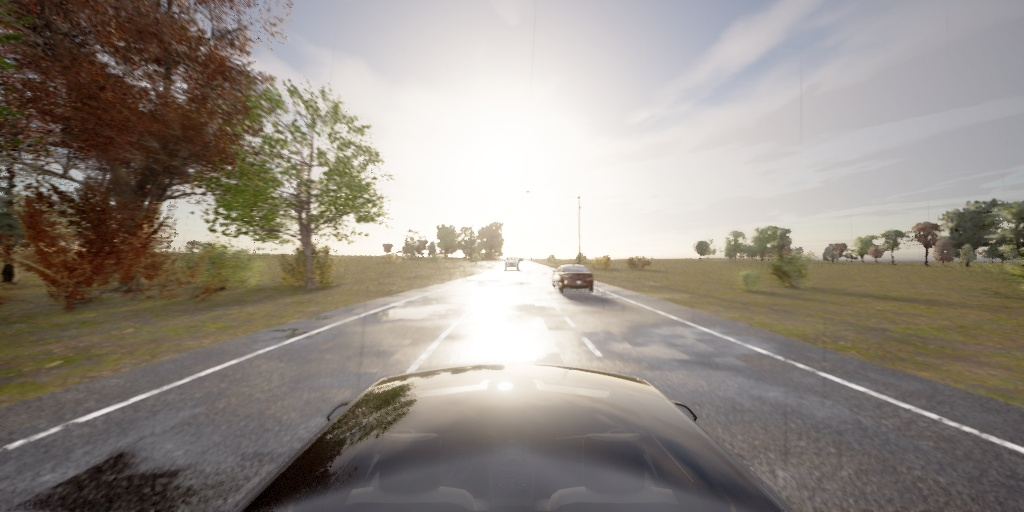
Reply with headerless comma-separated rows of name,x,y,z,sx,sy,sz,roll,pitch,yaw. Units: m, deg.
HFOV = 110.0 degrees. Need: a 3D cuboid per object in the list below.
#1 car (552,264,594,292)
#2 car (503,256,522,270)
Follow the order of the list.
car,3.501,1.236,21.224,1.882,1.535,5.008,0,0,0
car,-0.003,0.997,52.001,2.150,2.045,5.566,0,0,0
